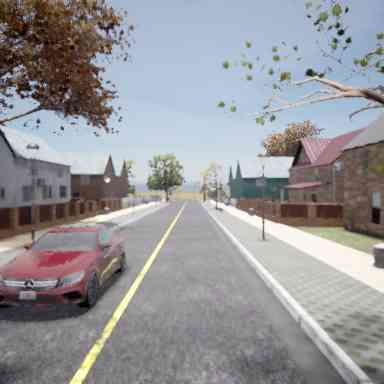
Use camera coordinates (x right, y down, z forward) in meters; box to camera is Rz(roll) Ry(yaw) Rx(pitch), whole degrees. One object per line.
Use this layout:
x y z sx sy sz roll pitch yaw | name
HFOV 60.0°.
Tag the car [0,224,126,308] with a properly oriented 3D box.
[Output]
-2.835 1.552 8.101 1.812 1.442 4.674 0 0 0 | car
